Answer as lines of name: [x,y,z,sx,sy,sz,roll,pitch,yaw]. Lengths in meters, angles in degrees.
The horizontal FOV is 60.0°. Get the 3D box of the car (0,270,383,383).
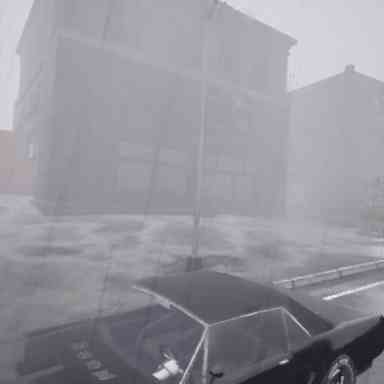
car: [-0.161,1.604,3.236,4.718,1.301,1.895,0,0,-35]
